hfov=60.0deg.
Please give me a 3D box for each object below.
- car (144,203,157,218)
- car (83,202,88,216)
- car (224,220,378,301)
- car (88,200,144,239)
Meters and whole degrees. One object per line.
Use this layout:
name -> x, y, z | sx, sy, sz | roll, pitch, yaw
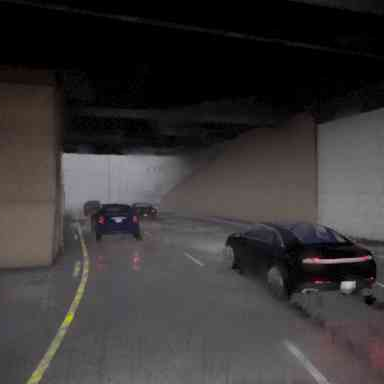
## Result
car -> -4.541, 1.598, 29.208 | 1.895, 1.301, 4.718 | -1, 0, -20
car -> -9.981, 1.567, 33.860 | 1.812, 1.442, 4.674 | -1, 0, -20
car -> 2.268, 1.457, 8.327 | 2.128, 1.511, 4.902 | 0, 0, -13
car -> -4.176, 1.366, 17.689 | 2.097, 1.767, 4.553 | -1, 0, -20
